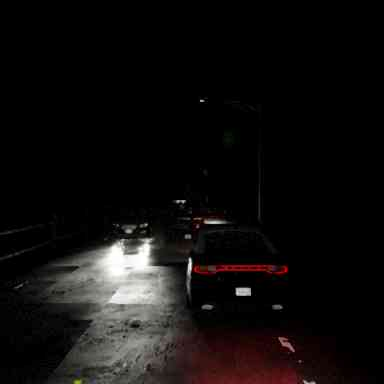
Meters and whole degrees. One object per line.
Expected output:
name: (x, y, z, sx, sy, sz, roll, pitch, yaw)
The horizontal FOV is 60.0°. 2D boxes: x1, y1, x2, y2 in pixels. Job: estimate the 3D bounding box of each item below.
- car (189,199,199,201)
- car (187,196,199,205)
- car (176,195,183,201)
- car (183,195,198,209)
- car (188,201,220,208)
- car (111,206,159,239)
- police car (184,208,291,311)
car: (0.881, 1.490, 23.901, 1.837, 1.490, 4.892, 0, 0, 0)
car: (0.141, 1.451, 58.938, 2.033, 1.411, 5.357, 0, 1, 0)
car: (-2.567, 1.275, 75.797, 1.994, 1.385, 4.181, 0, 1, 0)
car: (0.126, 1.444, 45.640, 1.882, 1.535, 5.008, 0, 0, 1)
car: (0.867, 1.467, 17.900, 1.882, 1.535, 5.008, 0, 0, 0)
car: (-2.809, 1.481, 17.203, 2.128, 1.511, 4.902, 0, 0, 0)
police car: (0.843, 1.420, 8.007, 1.930, 1.638, 5.238, 0, 0, 0)
